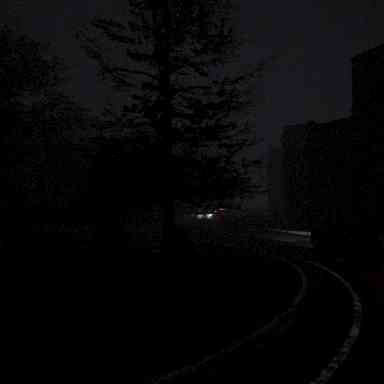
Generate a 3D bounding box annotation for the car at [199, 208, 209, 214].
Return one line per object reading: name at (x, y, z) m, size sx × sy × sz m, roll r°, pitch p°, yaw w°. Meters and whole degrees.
car at (2.478, 2.693, 54.865) m, size 2.097 × 1.767 × 4.553 m, roll 0°, pitch -1°, yaw 13°

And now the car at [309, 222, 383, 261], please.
car at (6.727, 1.867, 13.548) m, size 1.895 × 1.301 × 4.718 m, roll -1°, pitch -2°, yaw -10°
